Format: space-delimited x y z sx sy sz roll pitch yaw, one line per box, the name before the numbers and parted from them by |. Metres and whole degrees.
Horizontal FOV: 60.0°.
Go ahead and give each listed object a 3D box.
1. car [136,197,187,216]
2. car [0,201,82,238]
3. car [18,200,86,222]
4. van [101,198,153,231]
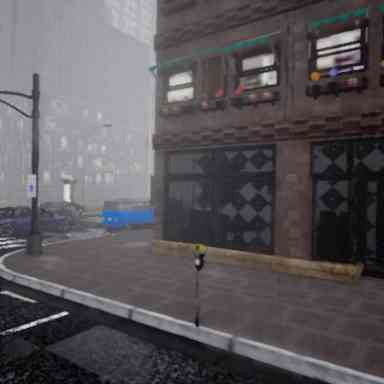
car | -2.746 1.306 31.234 2.128 1.511 4.902 1 1 35
car | -8.764 1.454 17.417 2.033 1.411 5.357 1 1 35
car | -10.369 1.346 24.981 1.947 1.339 4.313 2 1 35
van | -3.534 1.291 20.125 1.690 1.788 3.998 2 1 35
